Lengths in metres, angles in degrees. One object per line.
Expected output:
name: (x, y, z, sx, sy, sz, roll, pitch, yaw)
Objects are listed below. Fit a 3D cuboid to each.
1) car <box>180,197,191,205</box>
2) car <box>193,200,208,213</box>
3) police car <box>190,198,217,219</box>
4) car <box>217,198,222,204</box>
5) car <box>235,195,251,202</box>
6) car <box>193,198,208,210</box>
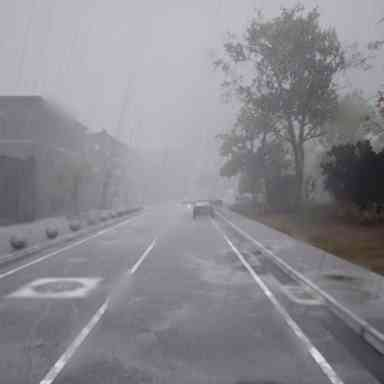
car: (-1.164, 1.831, 67.516, 1.837, 1.490, 4.892, -1, 0, 12)
car: (1.067, 1.735, 41.724, 1.837, 1.490, 4.892, 0, 0, 1)
police car: (1.040, 1.609, 31.878, 1.930, 1.638, 5.238, 0, 0, 0)
car: (4.575, 1.888, 66.280, 1.895, 1.301, 4.718, 0, 0, 23)
car: (12.139, 1.518, 79.099, 1.837, 1.490, 4.892, -1, 0, 40)
car: (1.297, 1.733, 47.569, 1.882, 1.535, 5.008, 0, 0, 4)
